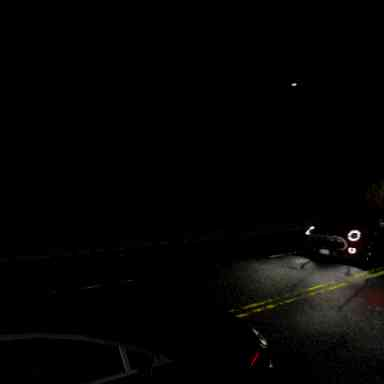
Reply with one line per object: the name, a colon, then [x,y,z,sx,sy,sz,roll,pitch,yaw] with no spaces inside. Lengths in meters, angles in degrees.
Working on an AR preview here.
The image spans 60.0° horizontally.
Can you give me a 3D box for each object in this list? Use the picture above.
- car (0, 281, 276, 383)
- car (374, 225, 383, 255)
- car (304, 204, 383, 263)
car: [-1.434,1.492,2.440,4.902,1.511,2.128,0,0,-36]
car: [6.637,1.569,8.308,4.181,1.385,1.994,0,0,-37]
car: [6.139,1.359,12.117,4.553,1.767,2.097,0,0,-35]
